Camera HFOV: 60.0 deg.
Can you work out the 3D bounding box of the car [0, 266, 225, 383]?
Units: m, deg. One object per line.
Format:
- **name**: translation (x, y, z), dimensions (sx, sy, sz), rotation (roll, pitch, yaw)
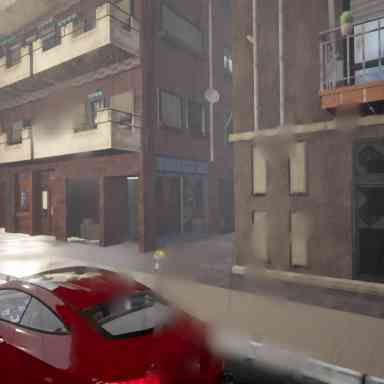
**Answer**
- **car**: translation (-1.613, 1.583, 3.999), dimensions (4.206, 1.307, 1.802), rotation (0, -1, 36)
